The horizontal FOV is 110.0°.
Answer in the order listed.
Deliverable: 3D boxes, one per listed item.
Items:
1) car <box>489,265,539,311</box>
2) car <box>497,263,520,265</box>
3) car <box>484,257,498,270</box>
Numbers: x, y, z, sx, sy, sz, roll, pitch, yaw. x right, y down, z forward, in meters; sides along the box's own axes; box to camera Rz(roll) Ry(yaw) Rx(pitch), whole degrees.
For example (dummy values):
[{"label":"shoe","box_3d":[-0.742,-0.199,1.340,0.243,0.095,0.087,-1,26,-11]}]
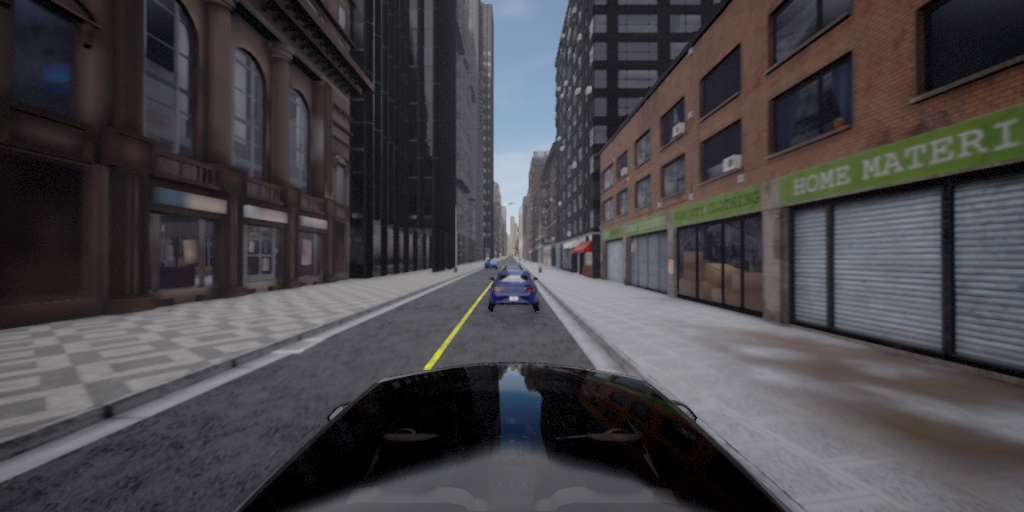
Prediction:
[{"label":"car","box_3d":[0.072,1.267,14.384,1.812,1.442,4.674,0,0,0]},{"label":"car","box_3d":[0.069,1.298,29.620,1.994,1.385,4.181,0,0,0]},{"label":"car","box_3d":[-3.078,1.203,53.271,1.882,1.535,5.008,0,0,0]}]
